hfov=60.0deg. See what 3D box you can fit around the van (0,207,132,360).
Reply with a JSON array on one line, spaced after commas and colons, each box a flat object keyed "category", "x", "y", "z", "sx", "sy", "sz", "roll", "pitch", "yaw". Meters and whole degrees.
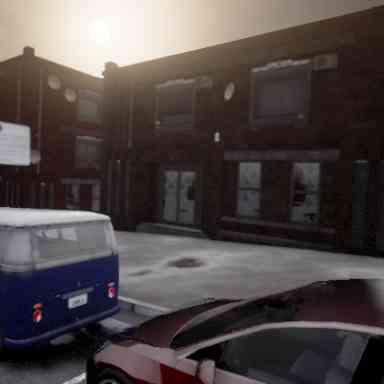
[{"category": "van", "x": -3.371, "y": 1.276, "z": 5.931, "sx": 4.442, "sy": 1.987, "sz": 1.878, "roll": 0, "pitch": 0, "yaw": 35}]
